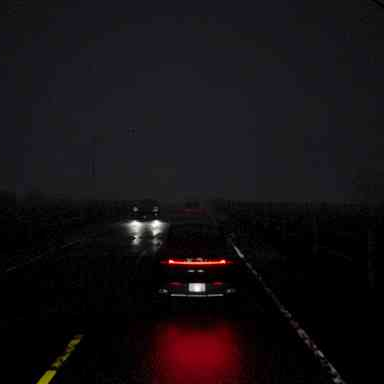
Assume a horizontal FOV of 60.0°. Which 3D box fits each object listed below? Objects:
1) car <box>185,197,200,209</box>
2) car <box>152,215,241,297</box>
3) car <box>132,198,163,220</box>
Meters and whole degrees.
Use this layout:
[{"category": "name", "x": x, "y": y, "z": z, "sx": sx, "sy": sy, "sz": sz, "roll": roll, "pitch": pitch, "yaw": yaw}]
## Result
[{"category": "car", "x": 0.061, "y": 1.466, "z": 45.376, "sx": 2.128, "sy": 1.511, "sz": 4.902, "roll": 0, "pitch": 0, "yaw": 0}, {"category": "car", "x": 0.093, "y": 1.499, "z": 8.510, "sx": 1.837, "sy": 1.490, "sz": 4.892, "roll": 0, "pitch": 0, "yaw": 0}, {"category": "car", "x": -3.622, "y": 1.335, "z": 27.822, "sx": 2.097, "sy": 1.767, "sz": 4.553, "roll": 0, "pitch": 0, "yaw": 0}]
